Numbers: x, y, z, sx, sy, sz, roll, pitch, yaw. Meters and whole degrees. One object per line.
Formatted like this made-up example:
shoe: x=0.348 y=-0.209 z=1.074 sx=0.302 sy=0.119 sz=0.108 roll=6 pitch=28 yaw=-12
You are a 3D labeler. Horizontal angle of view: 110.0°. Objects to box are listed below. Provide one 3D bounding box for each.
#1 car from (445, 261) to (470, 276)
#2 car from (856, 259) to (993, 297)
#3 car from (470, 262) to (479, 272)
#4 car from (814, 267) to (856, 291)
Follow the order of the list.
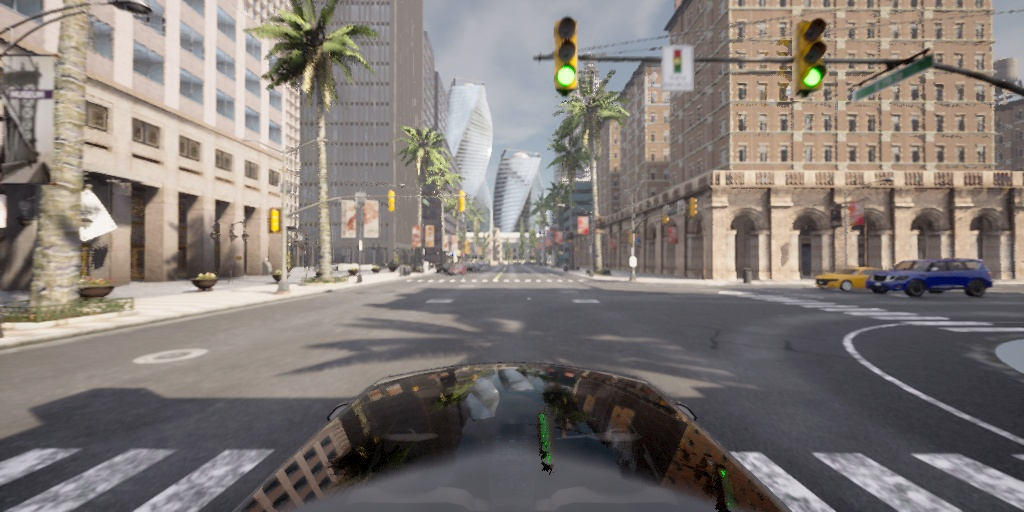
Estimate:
car: x=-6.897 y=1.757 z=45.784 sx=1.812 sy=1.442 sz=4.674 roll=0 pitch=-1 yaw=0
car: x=23.461 y=1.193 z=20.301 sx=5.566 sy=2.045 sz=2.150 roll=-1 pitch=-1 yaw=0
car: x=-6.923 y=1.967 z=57.935 sx=1.895 sy=1.301 sz=4.718 roll=0 pitch=-1 yaw=1
car: x=22.976 y=1.494 z=23.800 sx=5.008 sy=1.535 sz=1.882 roll=0 pitch=-1 yaw=0
